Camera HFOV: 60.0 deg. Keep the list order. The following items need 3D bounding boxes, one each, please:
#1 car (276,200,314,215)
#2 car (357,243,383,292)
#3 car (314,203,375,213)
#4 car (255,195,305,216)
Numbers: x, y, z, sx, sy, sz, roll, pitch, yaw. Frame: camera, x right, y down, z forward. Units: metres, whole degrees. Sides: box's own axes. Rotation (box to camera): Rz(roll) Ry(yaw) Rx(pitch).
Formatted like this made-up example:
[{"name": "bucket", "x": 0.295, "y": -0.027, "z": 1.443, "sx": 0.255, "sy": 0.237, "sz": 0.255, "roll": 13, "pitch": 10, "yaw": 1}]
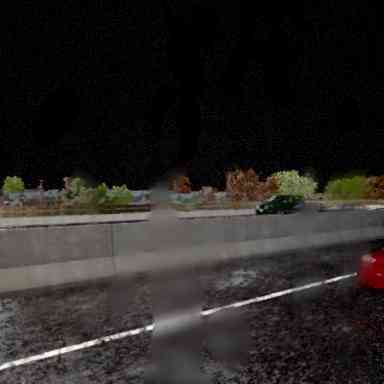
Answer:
[{"name": "car", "x": 9.901, "y": 1.619, "z": 28.020, "sx": 5.357, "sy": 1.411, "sz": 2.033, "roll": 0, "pitch": 0, "yaw": -35}, {"name": "car", "x": 5.746, "y": 1.590, "z": 7.798, "sx": 4.181, "sy": 1.385, "sz": 1.994, "roll": 0, "pitch": 0, "yaw": -35}, {"name": "car", "x": 11.947, "y": 1.620, "z": 25.176, "sx": 5.357, "sy": 1.411, "sz": 2.033, "roll": 0, "pitch": 0, "yaw": -34}, {"name": "car", "x": 8.451, "y": 1.294, "z": 31.266, "sx": 5.566, "sy": 2.045, "sz": 2.150, "roll": 0, "pitch": 0, "yaw": -35}]
